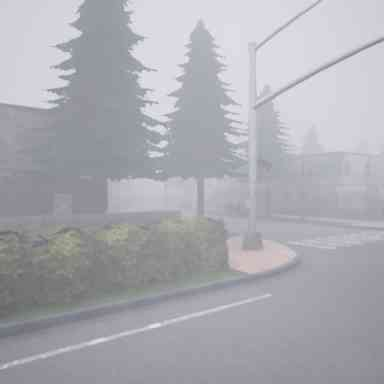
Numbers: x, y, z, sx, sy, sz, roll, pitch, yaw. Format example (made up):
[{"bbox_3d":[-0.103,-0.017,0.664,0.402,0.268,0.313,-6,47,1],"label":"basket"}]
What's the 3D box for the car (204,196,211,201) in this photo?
[{"bbox_3d":[5.093,1.686,91.050,1.895,1.301,4.718,0,0,36],"label":"car"}]
